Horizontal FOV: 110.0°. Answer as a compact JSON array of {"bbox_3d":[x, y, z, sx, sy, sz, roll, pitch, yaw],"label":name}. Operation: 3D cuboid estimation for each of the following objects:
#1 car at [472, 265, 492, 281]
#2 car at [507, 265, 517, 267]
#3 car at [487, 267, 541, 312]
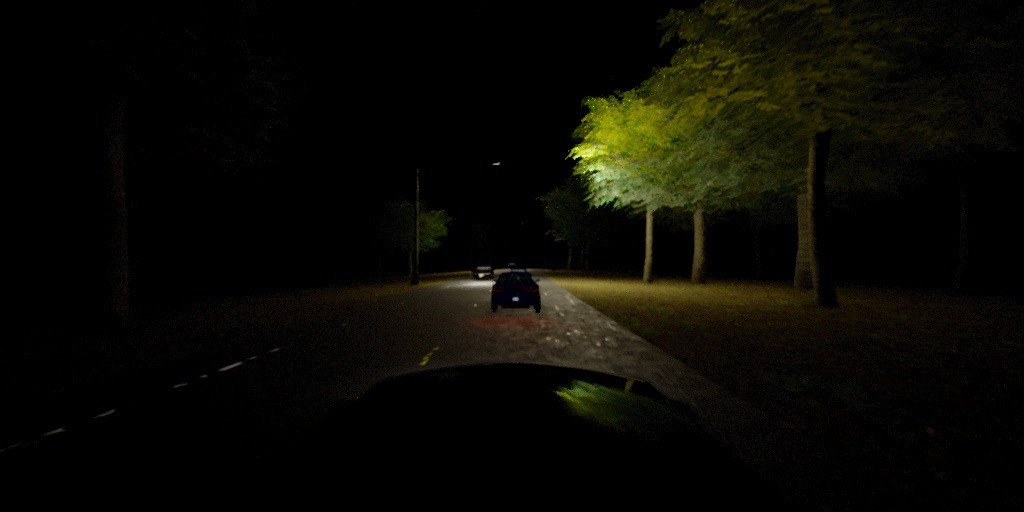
[{"bbox_3d":[-2.830,1.686,36.023,2.128,1.511,4.902,0,-1,1],"label":"car"},{"bbox_3d":[0.540,1.674,29.260,1.994,1.385,4.181,0,-1,2],"label":"car"},{"bbox_3d":[0.196,1.403,15.247,1.882,1.535,5.008,0,0,1],"label":"car"}]
